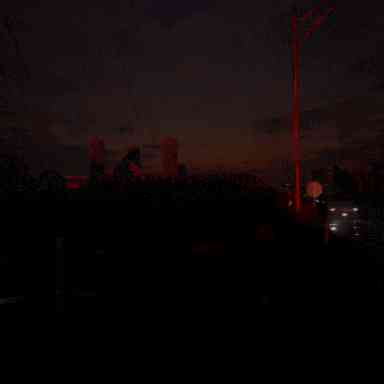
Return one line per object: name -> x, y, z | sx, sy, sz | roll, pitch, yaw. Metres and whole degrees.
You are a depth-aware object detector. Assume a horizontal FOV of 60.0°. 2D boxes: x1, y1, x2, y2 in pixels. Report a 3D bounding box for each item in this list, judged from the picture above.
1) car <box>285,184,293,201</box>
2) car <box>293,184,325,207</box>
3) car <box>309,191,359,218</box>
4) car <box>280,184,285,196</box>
car -> 13.683, 0.040, 43.176 | 2.150, 2.045, 5.566 | -1, 1, 12
car -> 11.671, 0.314, 32.828 | 2.150, 2.045, 5.566 | -1, 1, 11
car -> 9.741, 0.910, 22.816 | 2.033, 1.411, 5.357 | -1, 1, 11
car -> 16.690, -0.356, 58.326 | 2.150, 2.045, 5.566 | -1, 1, 11
